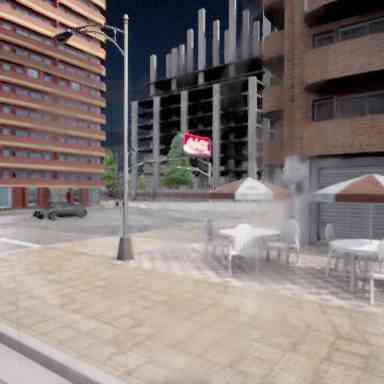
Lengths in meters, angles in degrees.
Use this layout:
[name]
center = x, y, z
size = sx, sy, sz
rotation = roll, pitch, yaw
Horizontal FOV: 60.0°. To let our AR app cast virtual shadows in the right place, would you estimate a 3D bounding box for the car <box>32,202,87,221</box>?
[car]
center = -10.688, 1.506, 27.120
size = 1.994, 1.385, 4.181
rotation = 0, 0, 36
